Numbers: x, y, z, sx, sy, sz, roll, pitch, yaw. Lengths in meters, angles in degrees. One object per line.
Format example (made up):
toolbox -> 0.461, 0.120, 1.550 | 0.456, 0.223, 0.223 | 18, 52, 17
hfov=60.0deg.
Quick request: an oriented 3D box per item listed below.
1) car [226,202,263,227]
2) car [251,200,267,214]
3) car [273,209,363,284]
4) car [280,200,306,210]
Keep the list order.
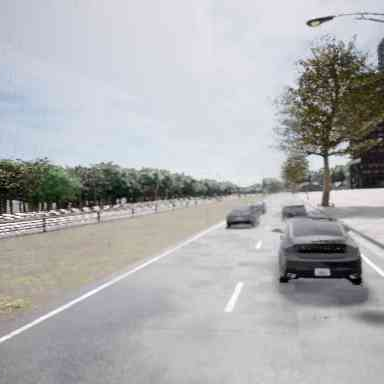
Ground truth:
car -> 3.643, 1.663, 23.589 | 1.994, 1.385, 4.181 | -3, -1, 16
car -> 7.071, 1.600, 36.184 | 2.033, 1.411, 5.357 | -3, 0, 16
car -> 3.388, 1.447, 9.379 | 1.837, 1.490, 4.892 | -3, -1, 15
car -> 8.228, 1.398, 26.995 | 2.128, 1.511, 4.902 | -3, -1, 15
